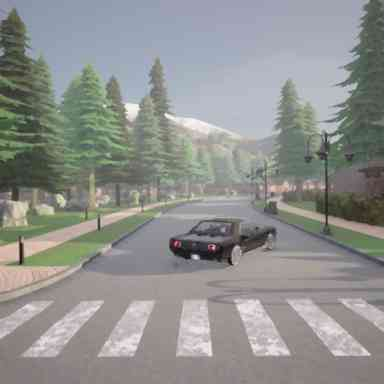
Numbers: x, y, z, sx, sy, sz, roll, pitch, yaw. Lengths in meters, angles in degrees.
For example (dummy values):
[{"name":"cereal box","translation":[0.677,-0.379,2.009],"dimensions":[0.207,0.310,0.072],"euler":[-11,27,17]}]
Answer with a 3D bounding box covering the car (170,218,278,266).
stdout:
[{"name":"car","translation":[1.358,1.562,11.584],"dimensions":[1.895,1.301,4.718],"euler":[0,1,34]}]
